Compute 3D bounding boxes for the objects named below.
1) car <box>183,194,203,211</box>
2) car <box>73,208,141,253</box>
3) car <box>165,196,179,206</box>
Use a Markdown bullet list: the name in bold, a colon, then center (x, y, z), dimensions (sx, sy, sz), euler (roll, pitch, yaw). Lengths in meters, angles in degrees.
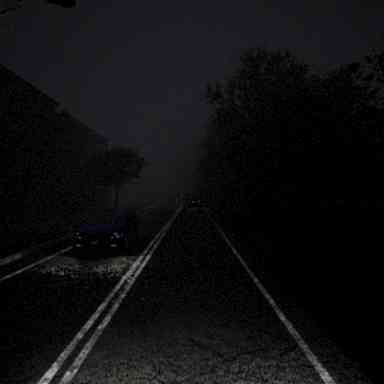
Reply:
- **car**: center (0.097, 1.202, 39.542), dimensions (2.150, 2.045, 5.566), euler (0, 0, 0)
- **car**: center (-3.351, 1.471, 13.943), dimensions (1.882, 1.535, 5.008), euler (0, 0, 0)
- **car**: center (-3.300, 1.381, 55.590), dimensions (2.097, 1.767, 4.553), euler (0, 0, 1)
